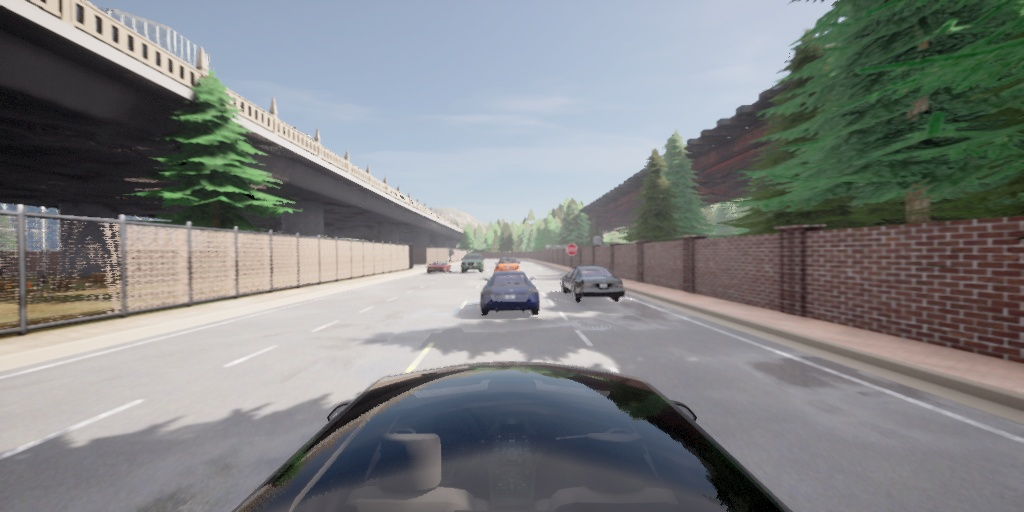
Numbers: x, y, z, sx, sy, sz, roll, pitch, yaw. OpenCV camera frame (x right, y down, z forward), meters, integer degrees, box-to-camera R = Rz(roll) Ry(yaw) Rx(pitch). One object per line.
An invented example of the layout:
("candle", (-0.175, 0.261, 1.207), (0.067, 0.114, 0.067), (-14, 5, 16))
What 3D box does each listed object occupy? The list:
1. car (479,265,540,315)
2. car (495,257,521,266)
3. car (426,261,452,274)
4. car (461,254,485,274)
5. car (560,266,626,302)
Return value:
("car", (-0.083, 1.228, 13.182), (1.994, 1.385, 4.181), (-1, 0, -1))
("car", (-0.345, 0.895, 29.800), (2.097, 1.767, 4.553), (-1, 0, -1))
("car", (-7.607, 1.190, 37.594), (1.895, 1.301, 4.718), (-1, 0, -1))
("car", (-4.120, 0.758, 38.318), (2.150, 2.045, 5.566), (-1, 0, -1))
("car", (3.396, 1.140, 15.970), (2.033, 1.411, 5.357), (-1, 0, -1))
